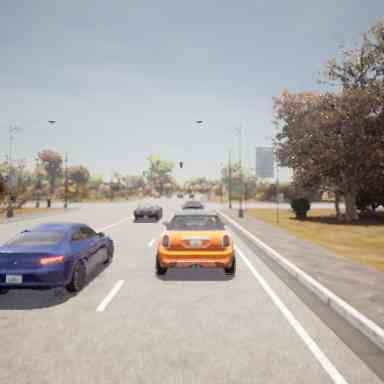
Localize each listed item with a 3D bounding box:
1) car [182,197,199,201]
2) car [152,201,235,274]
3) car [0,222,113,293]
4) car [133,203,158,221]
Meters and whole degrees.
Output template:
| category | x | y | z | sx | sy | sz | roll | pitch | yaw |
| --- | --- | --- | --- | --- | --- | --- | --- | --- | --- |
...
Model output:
| category | x | y | z | sx | sy | sz | roll | pitch | yaw |
| --- | --- | --- | --- | --- | --- | --- | --- | --- | --- |
| car | 0.097 | 1.437 | 27.650 | 1.837 | 1.490 | 4.892 | 0 | 0 | 0 |
| car | 0.099 | 1.326 | 10.654 | 2.097 | 1.767 | 4.553 | 0 | 0 | 0 |
| car | -3.402 | 1.505 | 8.674 | 1.812 | 1.442 | 4.674 | 0 | 0 | 0 |
| car | -3.404 | 1.536 | 26.732 | 1.895 | 1.301 | 4.718 | 0 | 0 | 0 |
